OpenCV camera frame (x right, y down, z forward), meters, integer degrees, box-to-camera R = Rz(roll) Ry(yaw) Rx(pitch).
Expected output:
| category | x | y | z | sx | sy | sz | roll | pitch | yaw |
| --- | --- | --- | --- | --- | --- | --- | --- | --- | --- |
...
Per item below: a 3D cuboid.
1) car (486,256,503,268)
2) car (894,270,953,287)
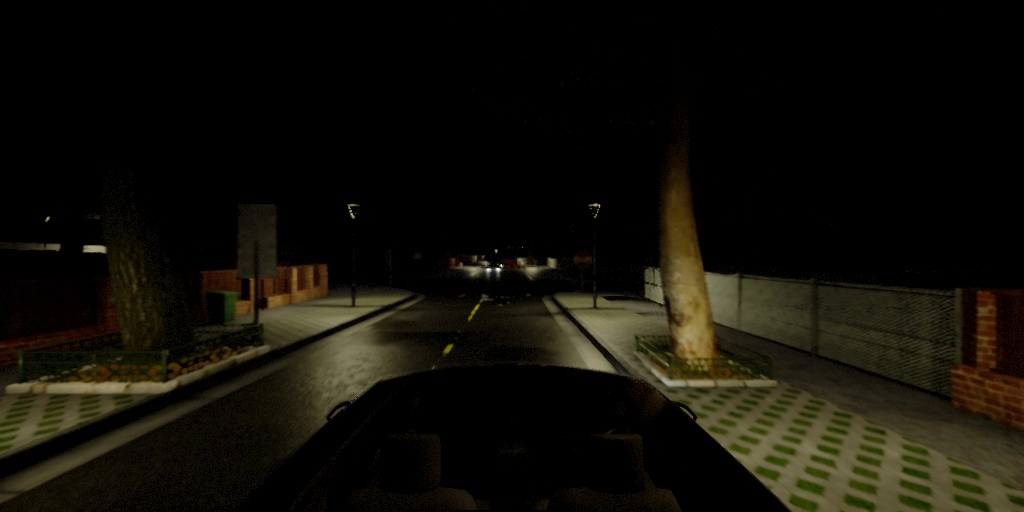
| category | x | y | z | sx | sy | sz | roll | pitch | yaw |
| --- | --- | --- | --- | --- | --- | --- | --- | --- | --- |
| car | -2.817 | 1.104 | 55.602 | 1.837 | 1.490 | 4.892 | 0 | 1 | 0 |
| car | 28.819 | 1.698 | 25.682 | 4.674 | 1.442 | 1.812 | 0 | 0 | 1 |
